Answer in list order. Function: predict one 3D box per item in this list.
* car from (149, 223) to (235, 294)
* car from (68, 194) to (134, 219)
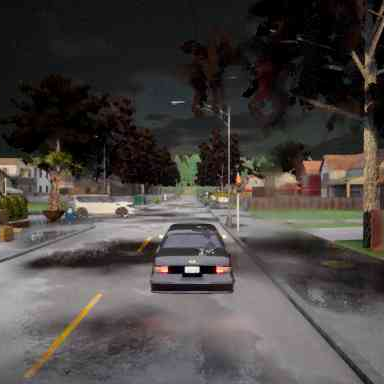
[{"bbox_3d":[0.016,1.547,8.935,2.033,1.411,5.357,0,0,0],"label":"car"},{"bbox_3d":[-7.801,1.224,28.690,5.566,2.045,2.150,0,1,-12],"label":"car"}]
